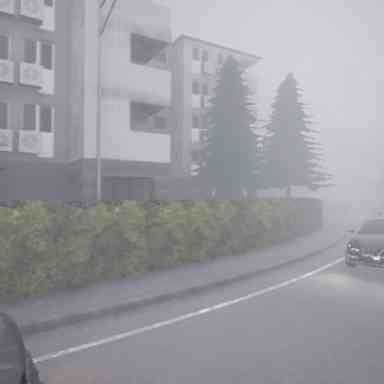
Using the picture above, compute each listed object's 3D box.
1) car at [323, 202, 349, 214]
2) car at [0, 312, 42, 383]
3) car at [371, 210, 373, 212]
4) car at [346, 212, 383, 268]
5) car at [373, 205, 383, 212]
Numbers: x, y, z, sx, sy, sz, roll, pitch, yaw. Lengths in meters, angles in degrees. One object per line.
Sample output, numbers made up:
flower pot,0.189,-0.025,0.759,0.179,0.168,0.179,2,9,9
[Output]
car,17.256,1.963,41.359,2.128,1.511,4.902,1,0,-16
car,-3.671,1.539,1.659,5.357,1.411,2.033,1,-1,-35
car,18.322,1.890,30.794,1.837,1.490,4.892,0,-1,4
car,6.581,1.646,11.184,1.837,1.490,4.892,0,-1,37
car,12.315,1.602,19.809,2.097,1.767,4.553,0,-1,25
